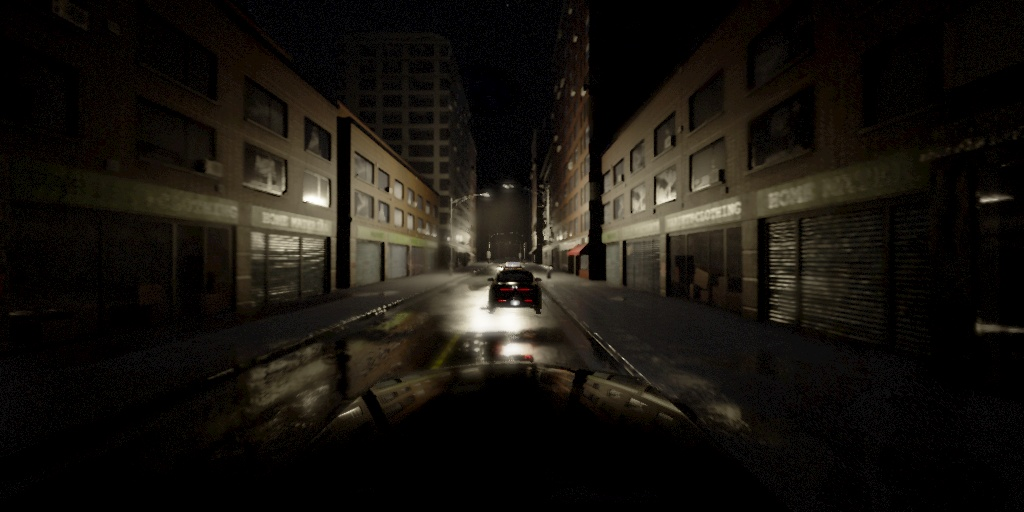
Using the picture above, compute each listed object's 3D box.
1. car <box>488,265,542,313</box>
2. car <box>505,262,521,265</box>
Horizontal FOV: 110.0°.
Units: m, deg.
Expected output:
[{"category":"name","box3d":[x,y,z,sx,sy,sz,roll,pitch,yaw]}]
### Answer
[{"category":"car","box3d":[0.105,1.267,14.002,1.837,1.490,4.892,0,0,0]},{"category":"car","box3d":[0.108,1.278,32.182,2.128,1.511,4.902,0,0,0]}]
